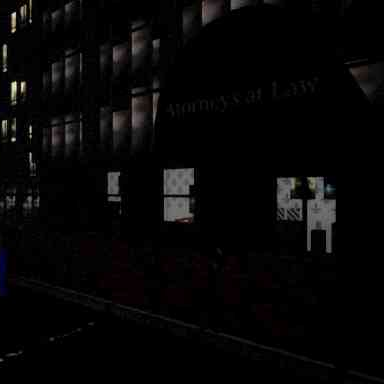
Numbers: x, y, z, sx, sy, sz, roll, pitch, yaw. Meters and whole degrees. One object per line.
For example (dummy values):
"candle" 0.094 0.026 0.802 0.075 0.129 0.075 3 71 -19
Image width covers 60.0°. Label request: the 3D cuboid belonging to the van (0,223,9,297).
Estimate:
"van" -5.363 1.341 6.694 3.998 1.788 1.690 0 0 35
